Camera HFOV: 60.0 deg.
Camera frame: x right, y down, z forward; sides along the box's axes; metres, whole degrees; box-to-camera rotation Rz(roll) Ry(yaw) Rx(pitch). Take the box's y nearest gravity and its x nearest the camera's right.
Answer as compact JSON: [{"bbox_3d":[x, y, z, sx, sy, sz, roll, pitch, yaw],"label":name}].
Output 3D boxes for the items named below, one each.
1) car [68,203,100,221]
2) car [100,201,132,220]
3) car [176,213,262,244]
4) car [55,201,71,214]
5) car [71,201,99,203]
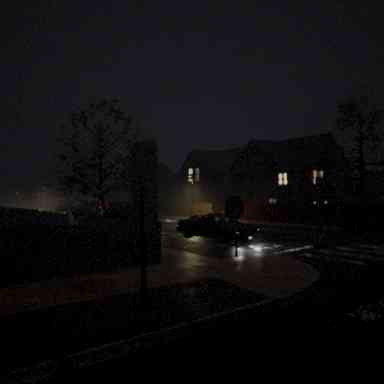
[{"bbox_3d":[-11.205,2.279,35.268,1.882,1.535,5.008,-1,-1,-36],"label":"car"},{"bbox_3d":[-5.176,1.779,26.816,2.150,2.045,5.566,-1,-1,-36],"label":"car"},{"bbox_3d":[1.211,1.843,17.888,2.033,1.411,5.357,-1,-1,-36],"label":"car"},{"bbox_3d":[-19.840,2.423,52.226,2.150,2.045,5.566,-1,-1,-36],"label":"car"},{"bbox_3d":[-13.654,2.171,43.646,2.150,2.045,5.566,-1,-1,-35],"label":"car"}]
